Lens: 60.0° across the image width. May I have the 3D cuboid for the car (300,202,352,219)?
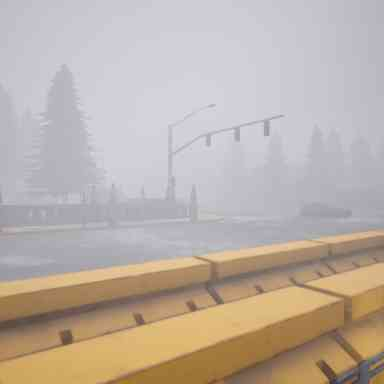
[{"bbox_3d":[11.578,1.564,28.934,1.994,1.385,4.181,0,0,-45],"label":"car"}]

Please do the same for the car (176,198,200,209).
[{"bbox_3d":[-0.881,1.526,45.061,1.812,1.442,4.674,0,0,-36],"label":"car"}]
